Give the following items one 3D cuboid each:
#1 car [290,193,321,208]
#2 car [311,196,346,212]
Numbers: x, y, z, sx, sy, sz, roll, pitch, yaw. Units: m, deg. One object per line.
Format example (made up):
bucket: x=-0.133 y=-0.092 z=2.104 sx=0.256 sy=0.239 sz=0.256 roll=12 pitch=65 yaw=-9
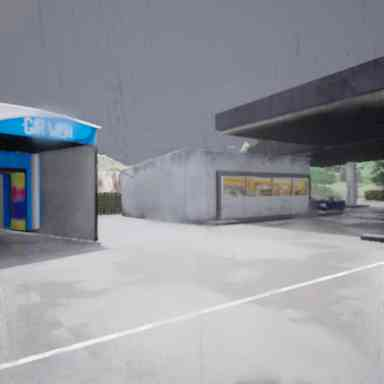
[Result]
car: x=14.479 y=1.029 z=42.357 sx=3.866 sy=1.878 sz=1.905 roll=-1 pitch=0 yaw=-36
car: x=14.281 y=1.230 z=35.228 sx=4.611 sy=1.667 sz=2.242 roll=-1 pitch=0 yaw=-36
